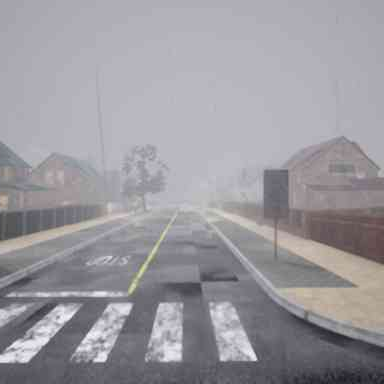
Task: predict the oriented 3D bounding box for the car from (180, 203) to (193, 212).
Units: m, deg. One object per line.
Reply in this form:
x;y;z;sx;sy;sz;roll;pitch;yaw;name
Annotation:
-0.955;2.484;53.823;1.994;1.385;4.181;0;-1;-2;car

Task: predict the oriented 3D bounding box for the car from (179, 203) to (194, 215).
-0.751;2.241;43.798;1.812;1.442;4.674;0;-1;-1;car
